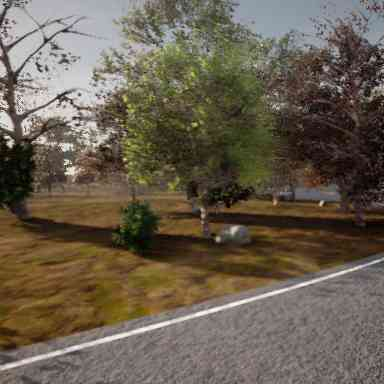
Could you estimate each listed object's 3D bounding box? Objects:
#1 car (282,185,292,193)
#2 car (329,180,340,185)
[{"bbox_3d":[19.052,-0.697,65.682,2.128,1.511,4.902,-3,3,26],"label":"car"},{"bbox_3d":[32.192,-2.166,76.675,4.892,1.490,1.837,-4,3,-20],"label":"car"}]
